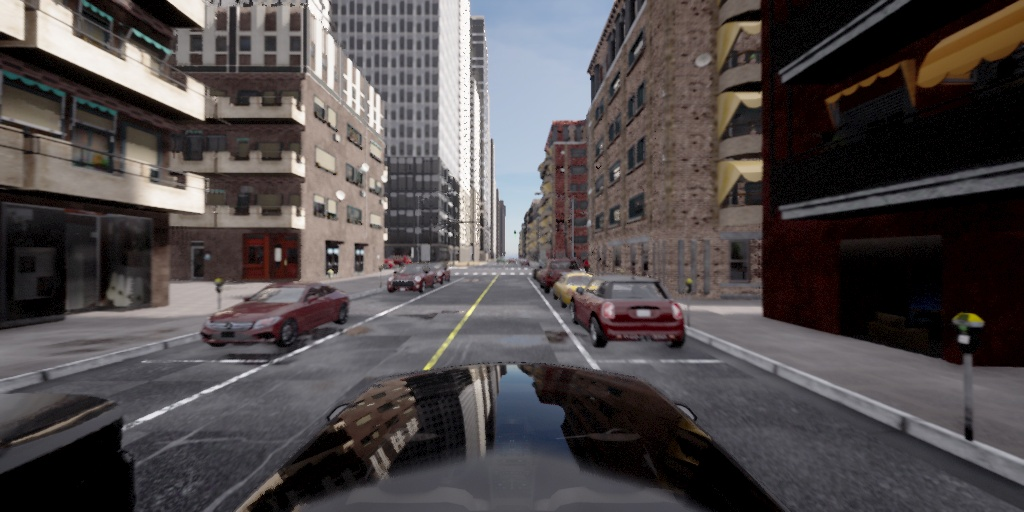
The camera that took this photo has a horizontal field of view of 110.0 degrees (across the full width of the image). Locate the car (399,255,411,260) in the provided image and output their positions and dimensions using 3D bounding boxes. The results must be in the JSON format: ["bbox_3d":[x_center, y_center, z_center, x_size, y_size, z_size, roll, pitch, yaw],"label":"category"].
[{"bbox_3d":[-17.704,0.827,54.051,5.009,1.841,2.192,0,0,0],"label":"car"}]

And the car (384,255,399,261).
[{"bbox_3d":[-17.570,0.799,45.671,5.009,1.841,2.192,0,0,0],"label":"car"}]

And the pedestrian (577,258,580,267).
[{"bbox_3d":[7.140,1.086,38.865,0.375,1.860,0.375,0,0,0],"label":"pedestrian"}]

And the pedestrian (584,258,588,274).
[{"bbox_3d":[8.140,1.101,39.464,0.375,1.860,0.375,0,0,0],"label":"pedestrian"}]

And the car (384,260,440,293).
[{"bbox_3d":[-5.688,1.206,20.639,1.967,1.591,4.097,0,0,0],"label":"car"}]

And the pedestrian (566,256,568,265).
[{"bbox_3d":[6.140,0.926,40.065,0.375,1.860,0.375,0,0,0],"label":"pedestrian"}]

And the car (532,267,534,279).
[{"bbox_3d":[2.693,1.296,26.492,1.751,1.417,4.829,0,0,0],"label":"car"}]

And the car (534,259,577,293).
[{"bbox_3d":[2.692,1.080,20.640,2.192,1.841,5.009,0,0,0],"label":"car"}]

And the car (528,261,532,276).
[{"bbox_3d":[2.694,1.343,32.005,1.948,1.339,4.313,0,0,0],"label":"car"}]

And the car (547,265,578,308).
[{"bbox_3d":[2.692,1.286,15.127,1.751,1.417,4.829,0,0,0],"label":"car"}]

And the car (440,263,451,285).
[{"bbox_3d":[-5.687,1.211,26.321,1.967,1.591,4.097,0,0,0],"label":"car"}]

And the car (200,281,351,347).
[{"bbox_3d":[-5.689,1.338,9.274,1.802,1.307,4.207,0,0,0],"label":"car"}]

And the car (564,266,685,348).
[{"bbox_3d":[2.691,1.195,9.275,1.967,1.591,4.097,0,0,0],"label":"car"}]
